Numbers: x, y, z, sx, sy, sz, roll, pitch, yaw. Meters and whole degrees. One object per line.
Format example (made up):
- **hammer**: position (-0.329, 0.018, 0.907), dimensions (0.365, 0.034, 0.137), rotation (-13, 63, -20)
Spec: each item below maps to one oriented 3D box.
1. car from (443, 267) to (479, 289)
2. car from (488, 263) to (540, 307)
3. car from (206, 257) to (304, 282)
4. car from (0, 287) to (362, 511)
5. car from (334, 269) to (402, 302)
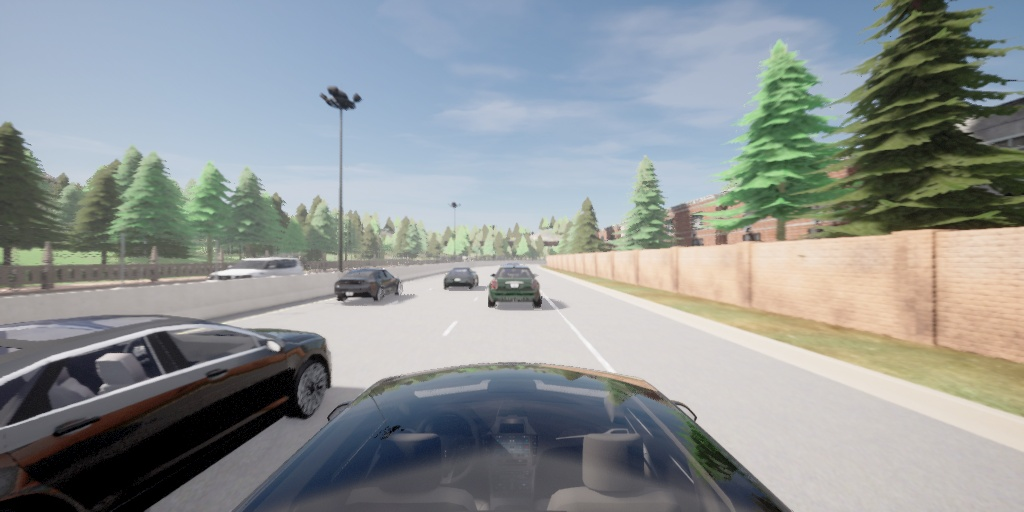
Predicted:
- **car**: position (-3.406, 1.466, 24.510), dimensions (1.994, 1.385, 4.181), rotation (0, 0, 0)
- **car**: position (0.096, 1.199, 16.180), dimensions (2.097, 1.767, 4.553), rotation (0, 0, 0)
- **car**: position (-14.080, 1.090, 20.174), dimensions (2.150, 2.045, 5.566), rotation (0, 0, 0)
- **car**: position (-3.401, 1.250, 3.022), dimensions (2.128, 1.511, 4.902), rotation (0, 0, 0)
- **car**: position (-6.906, 1.361, 17.662), dimensions (1.837, 1.490, 4.892), rotation (0, 0, 0)
